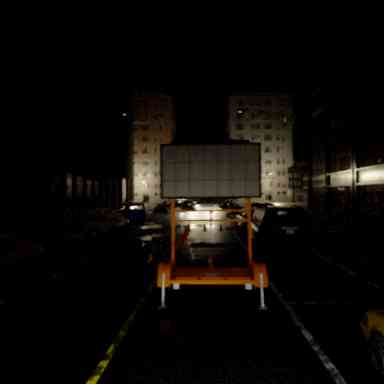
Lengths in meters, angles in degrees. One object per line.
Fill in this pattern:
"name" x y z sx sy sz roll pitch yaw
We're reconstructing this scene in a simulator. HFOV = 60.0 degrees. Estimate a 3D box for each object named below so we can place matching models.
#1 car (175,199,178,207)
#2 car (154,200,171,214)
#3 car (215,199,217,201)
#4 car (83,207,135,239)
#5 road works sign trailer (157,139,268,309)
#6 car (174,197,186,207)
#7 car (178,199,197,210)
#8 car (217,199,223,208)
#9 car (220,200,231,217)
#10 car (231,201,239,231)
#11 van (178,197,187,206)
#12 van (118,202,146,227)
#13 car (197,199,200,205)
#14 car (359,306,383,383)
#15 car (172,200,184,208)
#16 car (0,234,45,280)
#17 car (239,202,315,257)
"car" -3.518 2.002 47.692 1.967 1.590 4.097 -1 -1 3
"car" -3.783 2.091 42.056 1.802 1.307 4.206 -1 -1 3
"car" 5.531 2.120 58.529 1.887 1.381 4.507 -1 -1 3
"car" -4.861 1.804 19.352 1.752 1.417 4.829 -1 -1 3
"road works sign trailer" 0.459 0.557 8.076 2.380 3.560 2.880 -1 -1 3
"car" -2.452 2.085 70.226 2.192 1.841 5.009 -1 -1 3
"car" -0.636 2.049 48.703 1.837 1.490 4.892 -1 -1 3
"car" 4.997 1.911 47.264 1.967 1.590 4.097 -1 -1 3
"car" 4.464 1.915 35.998 2.008 1.369 4.403 -1 -1 3
"car" 3.660 1.505 19.101 2.192 1.841 5.009 -1 -1 3
"van" -2.185 2.161 75.861 1.690 1.788 3.998 -1 -1 3
"van" -4.588 1.683 25.159 1.690 1.788 3.998 -1 -1 3
"car" 0.870 2.316 79.899 2.128 1.511 4.902 -1 -1 3
"car" 2.872 1.527 2.411 1.752 1.417 4.829 -1 -1 4
"car" -2.716 2.284 64.590 1.947 1.339 4.313 -1 -1 3
"car" -5.403 1.677 8.053 1.752 1.417 4.829 -1 -1 4
"car" 3.393 1.443 13.468 2.192 1.841 5.009 -1 -1 3
